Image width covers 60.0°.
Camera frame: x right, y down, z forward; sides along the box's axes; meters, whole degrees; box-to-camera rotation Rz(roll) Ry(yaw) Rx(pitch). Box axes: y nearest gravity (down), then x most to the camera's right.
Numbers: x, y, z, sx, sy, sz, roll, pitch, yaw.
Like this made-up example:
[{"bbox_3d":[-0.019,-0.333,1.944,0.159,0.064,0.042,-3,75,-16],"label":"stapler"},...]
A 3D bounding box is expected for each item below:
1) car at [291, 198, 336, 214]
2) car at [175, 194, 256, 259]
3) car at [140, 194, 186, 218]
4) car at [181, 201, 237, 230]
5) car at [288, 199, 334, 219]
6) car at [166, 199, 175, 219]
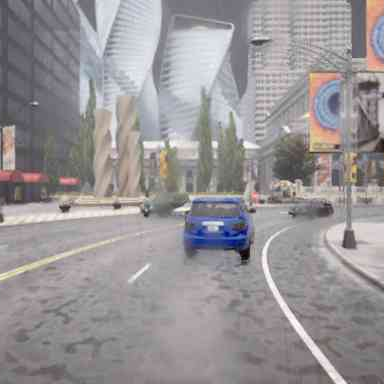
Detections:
[{"bbox_3d":[12.917,1.447,35.277,4.902,1.511,2.128,0,0,-37],"label":"car"},{"bbox_3d":[1.220,1.211,12.775,2.150,2.045,5.566,0,0,12],"label":"car"},{"bbox_3d":[-2.281,1.189,30.446,2.150,2.045,5.566,0,0,35],"label":"car"},{"bbox_3d":[1.293,1.461,22.163,1.882,1.535,5.008,0,0,26],"label":"car"},{"bbox_3d":[10.406,1.511,28.982,5.357,1.411,2.033,0,0,-44],"label":"car"},{"bbox_3d":[0.170,1.507,27.776,1.812,1.442,4.674,0,0,34],"label":"car"}]
